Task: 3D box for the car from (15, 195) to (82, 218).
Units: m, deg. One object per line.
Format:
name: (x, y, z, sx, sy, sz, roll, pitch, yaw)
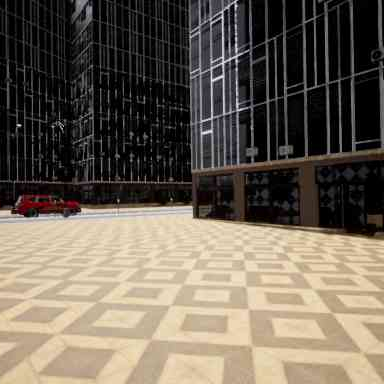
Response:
car: (-11.773, 1.188, 27.332, 5.009, 1.841, 2.192, 0, -1, -37)
